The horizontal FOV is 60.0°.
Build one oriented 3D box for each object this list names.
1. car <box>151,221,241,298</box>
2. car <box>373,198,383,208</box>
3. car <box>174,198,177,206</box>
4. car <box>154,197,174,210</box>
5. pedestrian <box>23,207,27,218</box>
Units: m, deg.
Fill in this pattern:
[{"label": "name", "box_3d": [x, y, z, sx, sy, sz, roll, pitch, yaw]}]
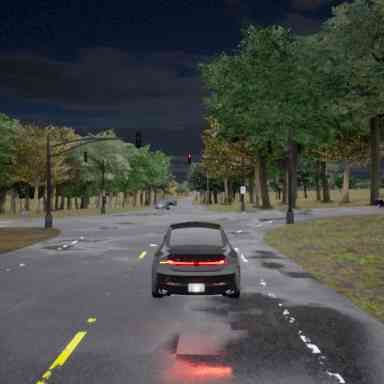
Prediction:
[{"label": "car", "box_3d": [0.084, 1.508, 8.517, 1.837, 1.490, 4.892, 0, 0, 0]}, {"label": "car", "box_3d": [19.525, 0.784, 30.818, 4.718, 1.301, 1.895, -2, -1, 2]}, {"label": "car", "box_3d": [-4.501, 2.313, 67.141, 1.895, 1.301, 4.718, 0, -1, -1]}, {"label": "car", "box_3d": [-4.265, 1.856, 47.957, 2.128, 1.511, 4.902, 0, -1, 2]}, {"label": "pedestrian", "box_3d": [-18.108, 2.202, 36.112, 0.375, 1.300, 0.375, 0, 1, 2]}]
